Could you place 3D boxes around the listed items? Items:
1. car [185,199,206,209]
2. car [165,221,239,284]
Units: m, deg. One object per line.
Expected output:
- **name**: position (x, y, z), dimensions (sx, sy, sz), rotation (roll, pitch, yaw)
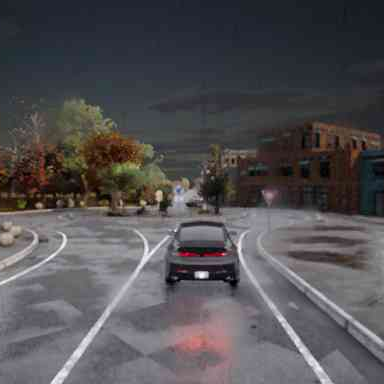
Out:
- **car**: position (0.541, 1.947, 53.408), dimensions (2.128, 1.511, 4.902), rotation (0, -1, -26)
- **car**: position (0.302, 1.610, 9.857), dimensions (1.837, 1.490, 4.892), rotation (0, 0, 2)
